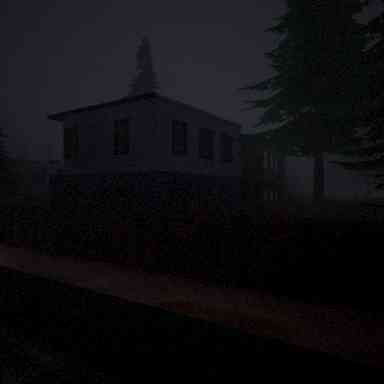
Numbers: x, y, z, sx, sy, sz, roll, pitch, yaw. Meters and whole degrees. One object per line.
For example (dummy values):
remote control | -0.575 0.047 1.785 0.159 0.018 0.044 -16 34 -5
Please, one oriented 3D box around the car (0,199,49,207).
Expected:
car | -12.453 1.506 25.965 1.812 1.442 4.674 0 0 29

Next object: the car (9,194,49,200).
car | -14.753 1.202 29.570 2.150 2.045 5.566 0 0 27
